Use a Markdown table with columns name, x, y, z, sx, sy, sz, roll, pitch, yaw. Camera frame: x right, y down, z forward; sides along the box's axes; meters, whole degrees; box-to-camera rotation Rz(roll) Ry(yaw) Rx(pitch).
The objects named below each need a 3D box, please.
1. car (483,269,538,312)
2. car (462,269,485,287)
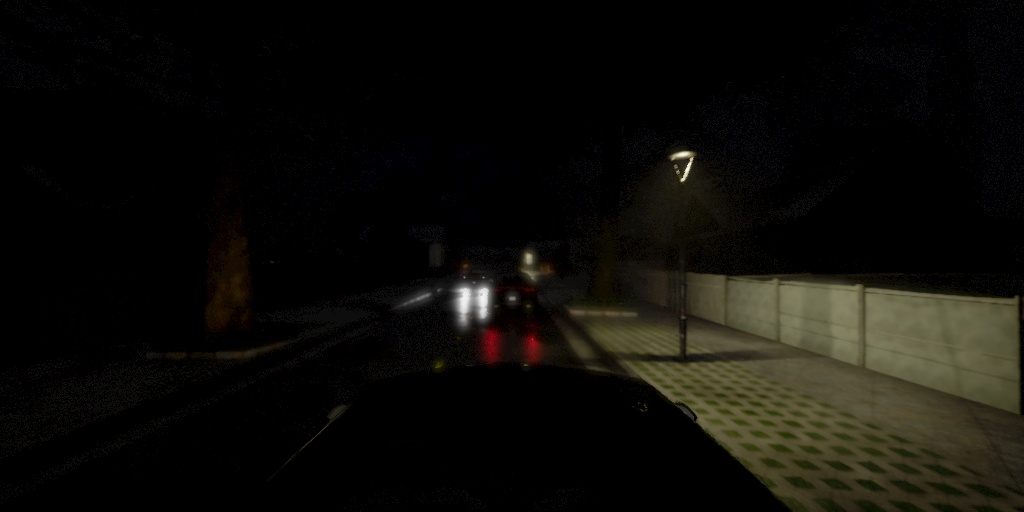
| name | x | y | z | sx | sy | sz | roll | pitch | yaw |
| --- | --- | --- | --- | --- | --- | --- | --- | --- | --- |
| car | 0.040 | 1.394 | 15.048 | 1.882 | 1.535 | 5.008 | 0 | -1 | 1 |
| car | -2.807 | 1.713 | 28.907 | 1.895 | 1.301 | 4.718 | 0 | -1 | 0 |
